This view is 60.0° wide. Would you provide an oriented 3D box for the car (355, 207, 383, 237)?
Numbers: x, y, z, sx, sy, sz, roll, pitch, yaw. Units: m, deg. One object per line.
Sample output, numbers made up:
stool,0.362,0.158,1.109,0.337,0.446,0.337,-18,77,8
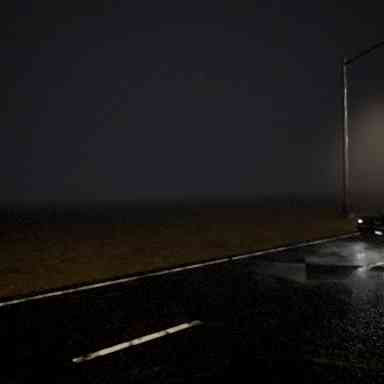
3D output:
car,8.942,1.183,14.050,4.718,1.301,1.895,-2,1,-35
